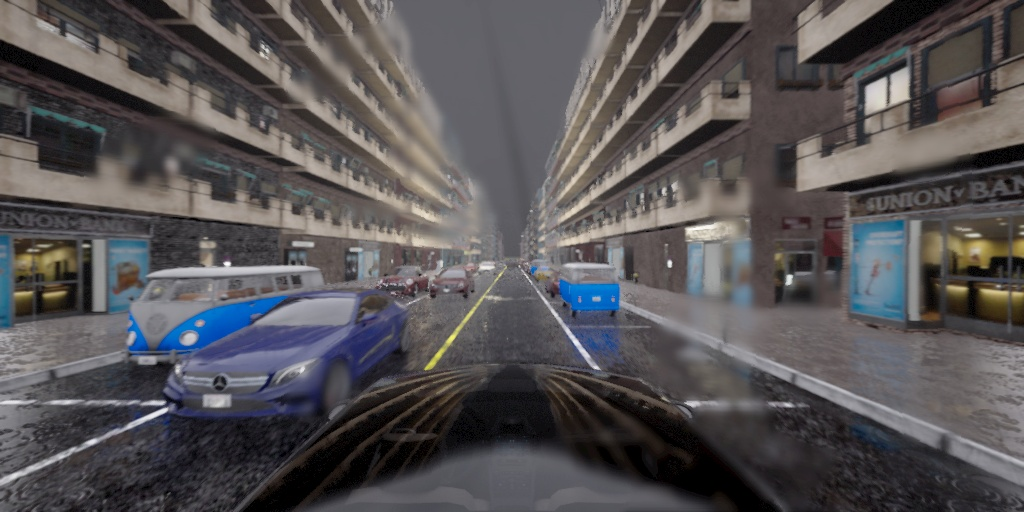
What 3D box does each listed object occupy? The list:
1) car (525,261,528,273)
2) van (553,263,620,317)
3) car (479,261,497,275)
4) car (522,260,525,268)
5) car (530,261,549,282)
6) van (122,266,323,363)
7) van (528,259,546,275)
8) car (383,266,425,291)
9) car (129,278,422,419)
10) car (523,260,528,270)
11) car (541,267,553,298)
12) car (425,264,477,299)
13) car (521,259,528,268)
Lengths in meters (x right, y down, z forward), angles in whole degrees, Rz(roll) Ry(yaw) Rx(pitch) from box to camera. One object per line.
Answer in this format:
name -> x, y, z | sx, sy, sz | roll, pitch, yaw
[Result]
car -> 2.802, 1.564, 41.750 | 1.802, 1.307, 4.207 | 0, 0, 0
van -> 2.719, 1.158, 13.327 | 1.690, 1.789, 3.998 | 0, 0, 0
car -> -2.892, 1.502, 42.835 | 1.812, 1.442, 4.674 | 0, -1, 0
car -> 2.836, 1.636, 53.119 | 1.802, 1.307, 4.207 | 0, 0, 0
car -> 2.768, 1.439, 30.551 | 1.751, 1.417, 4.829 | 0, 0, 0
van -> -5.660, 1.110, 7.670 | 1.690, 1.789, 3.998 | 0, 0, 0
van -> 2.785, 1.288, 36.066 | 1.690, 1.789, 3.998 | 0, 0, 0
car -> -5.657, 1.270, 19.039 | 1.967, 1.591, 4.097 | 0, 0, 0
car -> -3.097, 1.292, 6.119 | 1.812, 1.442, 4.674 | 0, 0, 0
car -> 2.819, 1.583, 47.435 | 1.948, 1.339, 4.313 | 0, 0, 0
car -> 2.734, 1.430, 19.011 | 1.802, 1.307, 4.207 | 0, 0, 0
car -> -3.038, 1.362, 19.056 | 1.812, 1.442, 4.674 | 0, 0, 0
car -> 2.853, 1.636, 58.804 | 1.888, 1.381, 4.507 | 0, 0, 0
